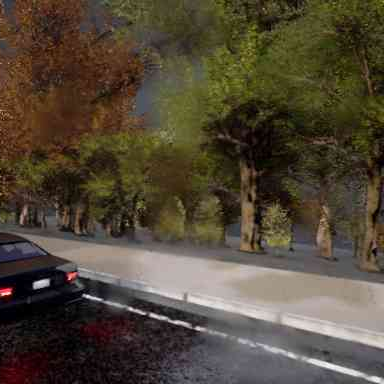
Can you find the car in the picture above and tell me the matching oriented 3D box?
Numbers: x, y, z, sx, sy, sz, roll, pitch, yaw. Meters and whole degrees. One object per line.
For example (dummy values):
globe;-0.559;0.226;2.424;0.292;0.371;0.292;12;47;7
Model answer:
car;-4.508;1.553;6.901;5.357;1.411;2.033;0;0;36
